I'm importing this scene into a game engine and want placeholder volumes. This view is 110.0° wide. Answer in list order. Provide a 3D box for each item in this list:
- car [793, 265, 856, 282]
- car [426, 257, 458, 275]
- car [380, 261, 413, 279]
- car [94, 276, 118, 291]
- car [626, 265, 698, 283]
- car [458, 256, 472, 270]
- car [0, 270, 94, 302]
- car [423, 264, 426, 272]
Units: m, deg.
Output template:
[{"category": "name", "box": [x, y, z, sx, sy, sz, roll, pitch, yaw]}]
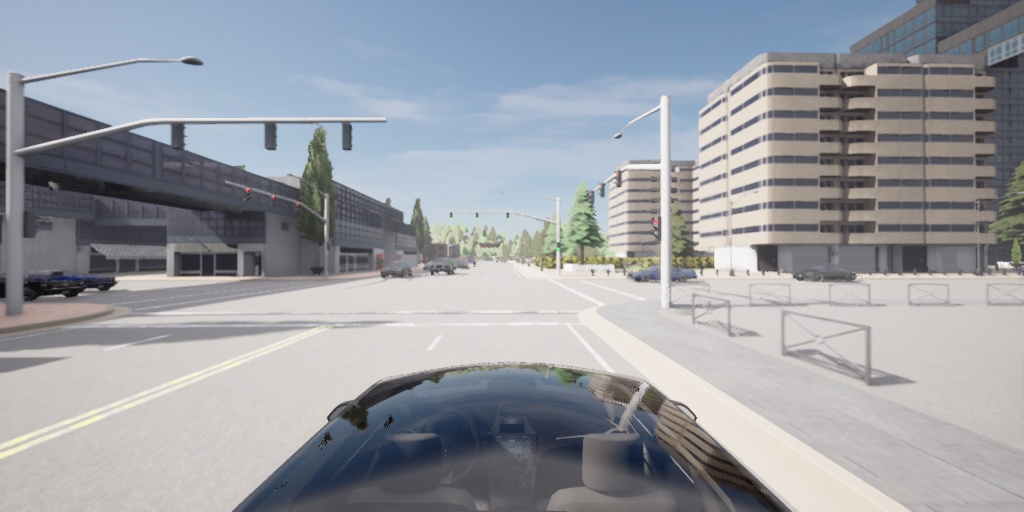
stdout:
[{"category": "car", "box": [25.831, 1.440, 29.726, 4.181, 1.385, 1.994, 0, 0, -1]}, {"category": "car", "box": [-8.114, 1.164, 42.207, 2.150, 2.045, 5.566, 0, 0, -1]}, {"category": "car", "box": [-11.329, 1.263, 35.379, 2.097, 1.767, 4.553, 0, 0, -2]}, {"category": "car", "box": [-25.819, 1.444, 20.571, 4.718, 1.301, 1.895, 0, 0, -1]}, {"category": "car", "box": [12.250, 1.426, 29.385, 5.357, 1.411, 2.033, 0, 0, -1]}, {"category": "car", "box": [-8.463, 1.378, 60.238, 2.097, 1.767, 4.553, 0, 0, -1]}, {"category": "car", "box": [-23.556, 1.428, 17.113, 4.718, 1.301, 1.895, 0, 0, -1]}, {"category": "car", "box": [-11.831, 1.519, 52.933, 1.812, 1.442, 4.674, 0, 0, -1]}]
